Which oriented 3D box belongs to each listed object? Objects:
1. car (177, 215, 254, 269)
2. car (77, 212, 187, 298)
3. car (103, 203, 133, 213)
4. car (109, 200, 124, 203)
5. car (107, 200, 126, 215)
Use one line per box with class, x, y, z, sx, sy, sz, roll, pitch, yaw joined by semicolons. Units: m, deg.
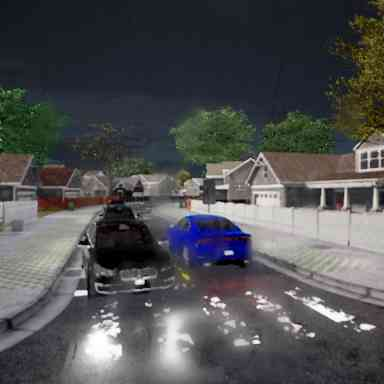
car;0.377;1.518;11.448;1.882;1.535;5.008;0;0;-15
car;-1.892;1.521;8.800;1.837;1.490;4.892;0;0;-21
car;-3.943;1.549;17.991;1.837;1.490;4.892;0;0;-14
car;-6.152;1.562;26.990;2.128;1.511;4.902;0;0;-13
car;-8.274;1.625;36.635;1.812;1.442;4.674;0;0;-10
